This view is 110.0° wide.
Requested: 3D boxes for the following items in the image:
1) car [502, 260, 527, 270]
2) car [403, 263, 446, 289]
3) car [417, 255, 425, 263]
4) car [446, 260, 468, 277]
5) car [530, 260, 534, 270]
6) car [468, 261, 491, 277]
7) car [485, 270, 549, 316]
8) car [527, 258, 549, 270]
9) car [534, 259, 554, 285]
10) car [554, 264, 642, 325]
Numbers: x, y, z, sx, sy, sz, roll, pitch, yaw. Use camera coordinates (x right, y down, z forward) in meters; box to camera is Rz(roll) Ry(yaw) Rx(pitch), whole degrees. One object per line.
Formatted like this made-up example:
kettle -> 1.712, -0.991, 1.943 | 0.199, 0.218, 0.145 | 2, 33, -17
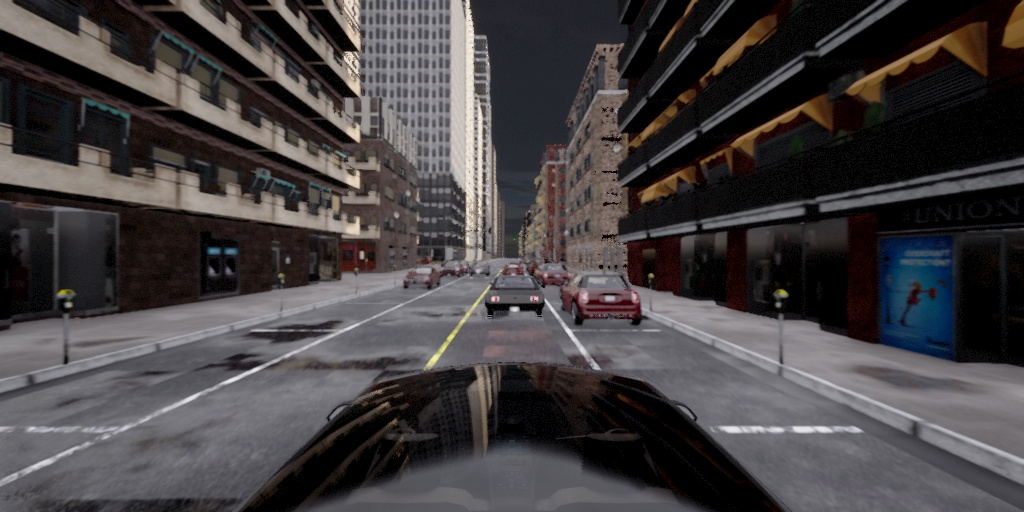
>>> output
car -> 0.080, 1.282, 30.842 | 1.812, 1.442, 4.674 | 0, 0, 0
car -> -5.693, 1.335, 23.136 | 1.802, 1.307, 4.207 | 0, 0, 0
car -> -17.584, 0.778, 59.531 | 5.009, 1.841, 2.192 | 0, 0, 0
car -> -5.695, 1.197, 34.502 | 1.967, 1.591, 4.097 | 0, 0, 0
car -> 2.687, 1.281, 28.993 | 1.751, 1.417, 4.829 | 0, 0, 0
car -> -3.098, 1.249, 35.511 | 2.128, 1.511, 4.902 | 0, 0, 0
car -> 0.091, 1.352, 13.261 | 1.895, 1.301, 4.718 | 0, 0, 0
car -> 2.685, 1.072, 34.505 | 2.192, 1.841, 5.009 | 0, 0, 0
car -> 2.687, 1.193, 23.140 | 1.967, 1.591, 4.097 | 0, 0, 0
car -> 2.689, 1.191, 11.775 | 1.967, 1.591, 4.097 | 0, 0, 0
